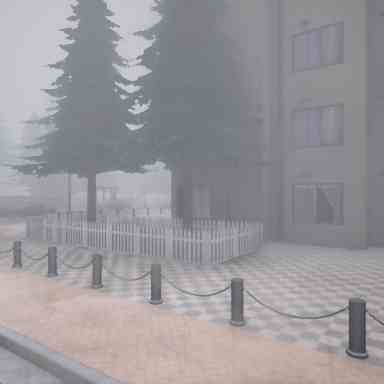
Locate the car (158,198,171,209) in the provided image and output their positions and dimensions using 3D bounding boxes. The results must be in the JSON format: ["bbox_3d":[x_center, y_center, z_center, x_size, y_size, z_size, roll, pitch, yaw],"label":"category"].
[{"bbox_3d":[-2.478,1.510,44.447,1.812,1.442,4.674,0,0,37],"label":"car"}]

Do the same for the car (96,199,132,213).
[{"bbox_3d":[-8.716,1.476,36.217,2.128,1.511,4.902,0,0,37],"label":"car"}]

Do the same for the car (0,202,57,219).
[{"bbox_3d":[-14.342,1.585,28.769,1.895,1.301,4.718,0,0,37],"label":"car"}]
